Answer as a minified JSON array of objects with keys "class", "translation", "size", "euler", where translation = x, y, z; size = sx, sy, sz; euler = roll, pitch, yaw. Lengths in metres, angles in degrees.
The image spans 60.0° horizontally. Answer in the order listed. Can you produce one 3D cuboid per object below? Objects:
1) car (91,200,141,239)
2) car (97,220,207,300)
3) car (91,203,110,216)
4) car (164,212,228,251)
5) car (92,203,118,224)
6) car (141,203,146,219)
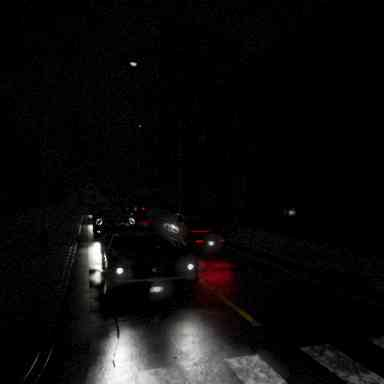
[{"class":"car","translation":[-4.315,1.478,18.159],"size":[2.097,1.767,4.553],"euler":[1,-1,-18]},{"class":"car","translation":[-1.361,1.640,8.719],"size":[1.895,1.301,4.718],"euler":[1,-1,-18]},{"class":"car","translation":[-10.612,1.944,38.361],"size":[1.994,1.385,4.181],"euler":[1,-1,-17]},{"class":"car","translation":[-0.038,1.619,14.373],"size":[1.837,1.490,4.892],"euler":[1,-1,-17]},{"class":"car","translation":[-7.427,1.721,28.081],"size":[1.882,1.535,5.008],"euler":[1,-1,-17]},{"class":"car","translation":[-5.924,1.685,33.117],"size":[2.097,1.767,4.553],"euler":[1,-1,-17]}]
